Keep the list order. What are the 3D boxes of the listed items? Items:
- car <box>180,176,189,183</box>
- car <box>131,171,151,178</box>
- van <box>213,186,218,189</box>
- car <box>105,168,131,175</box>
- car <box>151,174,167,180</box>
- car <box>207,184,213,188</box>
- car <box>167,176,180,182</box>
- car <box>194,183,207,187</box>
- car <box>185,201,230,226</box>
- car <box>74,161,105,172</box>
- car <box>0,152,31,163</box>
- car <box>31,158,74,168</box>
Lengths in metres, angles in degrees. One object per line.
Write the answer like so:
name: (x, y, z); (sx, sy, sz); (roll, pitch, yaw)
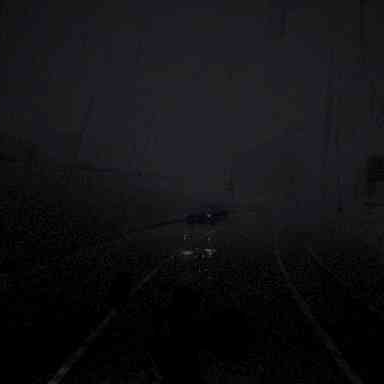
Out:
car: (-2.604, -2.213, 69.428); (2.435, 2.045, 5.566); (-2, -3, 22)
car: (-9.272, -2.578, 54.156); (2.002, 1.452, 4.674); (-2, -3, 26)
van: (4.813, -0.957, 90.378); (1.878, 1.987, 4.442); (-2, -4, 18)
car: (-11.696, -2.776, 49.201); (2.163, 1.488, 4.792); (-2, -3, 27)
car: (-6.997, -2.426, 59.075); (2.231, 1.521, 4.892); (-2, -3, 25)
car: (3.060, -1.043, 84.978); (2.002, 1.452, 4.674); (-2, -4, 19)
car: (-4.749, -2.332, 64.244); (2.185, 1.767, 4.553); (-2, -3, 23)
car: (1.268, -1.362, 79.743); (2.002, 1.452, 4.674); (-2, -4, 20)
car: (1.143, 1.411, 22.655); (1.882, 1.535, 5.008); (-2, -1, 22)
car: (-14.311, -3.122, 44.114); (2.185, 1.767, 4.553); (-2, -3, 28)
car: (-19.694, -3.314, 34.439); (2.002, 1.452, 4.674); (-2, -3, 31)
car: (-16.944, -3.177, 39.257); (2.097, 1.535, 5.008); (-2, -3, 30)
